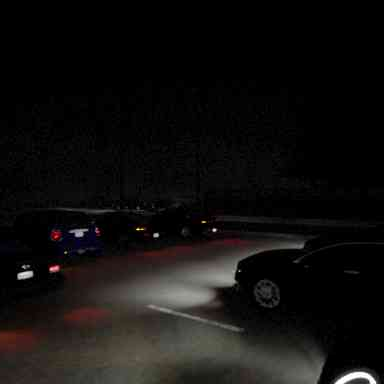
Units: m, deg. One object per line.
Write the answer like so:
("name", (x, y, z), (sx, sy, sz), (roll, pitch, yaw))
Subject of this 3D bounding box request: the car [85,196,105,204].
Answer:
("car", (-13.184, 1.782, 50.773), (2.128, 1.511, 4.902), (-1, 0, 36))

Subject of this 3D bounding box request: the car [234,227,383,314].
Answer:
("car", (3.118, 1.513, 6.068), (4.892, 1.490, 1.837), (0, 0, 36))

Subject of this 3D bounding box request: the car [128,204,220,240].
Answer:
("car", (-0.873, 1.585, 17.524), (4.892, 1.490, 1.837), (0, 0, 36))

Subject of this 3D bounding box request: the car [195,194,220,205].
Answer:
("car", (3.212, 1.484, 67.248), (2.150, 2.045, 5.566), (-1, 0, 36))

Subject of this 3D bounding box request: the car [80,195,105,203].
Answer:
("car", (-15.364, 1.537, 53.740), (2.150, 2.045, 5.566), (-1, 0, 35))

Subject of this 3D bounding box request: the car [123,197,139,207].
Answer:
("car", (-7.044, 1.841, 47.320), (1.895, 1.301, 4.718), (-1, 0, 36))

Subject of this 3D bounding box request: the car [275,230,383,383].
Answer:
("car", (3.053, 1.340, 1.810), (4.553, 1.767, 2.097), (-1, 0, 36))

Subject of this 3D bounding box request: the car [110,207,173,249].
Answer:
("car", (-3.338, 1.607, 14.990), (4.674, 1.442, 1.812), (0, 0, 36))

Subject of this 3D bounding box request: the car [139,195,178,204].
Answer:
("car", (-4.466, 1.567, 44.915), (2.097, 1.767, 4.553), (-1, 0, 36))

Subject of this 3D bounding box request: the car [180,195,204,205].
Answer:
("car", (0.911, 1.706, 52.312), (2.128, 1.511, 4.902), (-1, 0, 36))

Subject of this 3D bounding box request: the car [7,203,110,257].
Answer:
("car", (-5.428, 1.433, 12.177), (4.553, 1.767, 2.097), (-1, 0, 36))

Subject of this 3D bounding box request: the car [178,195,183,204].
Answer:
("car", (-1.305, 1.461, 55.214), (2.150, 2.045, 5.566), (-1, 0, 37))

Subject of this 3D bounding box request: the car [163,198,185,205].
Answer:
("car", (-3.734, 1.910, 69.561), (1.895, 1.301, 4.718), (-1, 0, 36))

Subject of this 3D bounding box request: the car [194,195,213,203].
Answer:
("car", (2.694, 1.668, 77.970), (2.097, 1.767, 4.553), (-1, 0, 41))

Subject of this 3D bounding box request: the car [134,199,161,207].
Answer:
("car", (-7.726, 1.891, 58.265), (1.895, 1.301, 4.718), (-1, 0, 36))

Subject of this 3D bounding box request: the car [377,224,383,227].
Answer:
("car", (5.352, 1.531, 8.764), (4.674, 1.442, 1.812), (0, 0, 36))

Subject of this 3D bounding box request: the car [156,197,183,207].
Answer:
("car", (-3.792, 1.742, 57.728), (1.882, 1.535, 5.008), (-1, 0, 36))

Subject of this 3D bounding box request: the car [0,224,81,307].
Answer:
("car", (-5.131, 1.609, 7.652), (5.357, 1.411, 2.033), (0, 0, 36))

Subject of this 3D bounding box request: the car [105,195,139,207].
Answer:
("car", (-9.685, 1.487, 49.648), (2.150, 2.045, 5.566), (-1, 0, 35))

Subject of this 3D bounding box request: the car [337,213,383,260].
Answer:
("car", (7.976, 1.548, 11.196), (5.357, 1.411, 2.033), (0, 0, 36))

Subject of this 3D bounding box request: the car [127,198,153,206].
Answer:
("car", (-9.582, 1.820, 61.634), (1.837, 1.490, 4.892), (-1, 0, 36))
